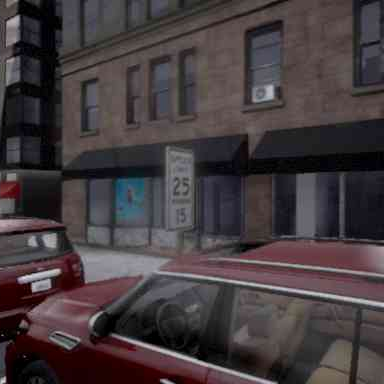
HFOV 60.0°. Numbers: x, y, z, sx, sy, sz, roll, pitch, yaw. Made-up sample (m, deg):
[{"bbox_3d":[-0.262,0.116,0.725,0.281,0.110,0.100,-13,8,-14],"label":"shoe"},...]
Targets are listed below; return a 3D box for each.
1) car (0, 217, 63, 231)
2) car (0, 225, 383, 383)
[{"bbox_3d":[-3.990,1.378,5.914,5.009,1.841,2.192,-1,0,36],"label":"car"},{"bbox_3d":[0.557,1.325,2.669,5.009,1.841,2.192,-1,0,36],"label":"car"}]
